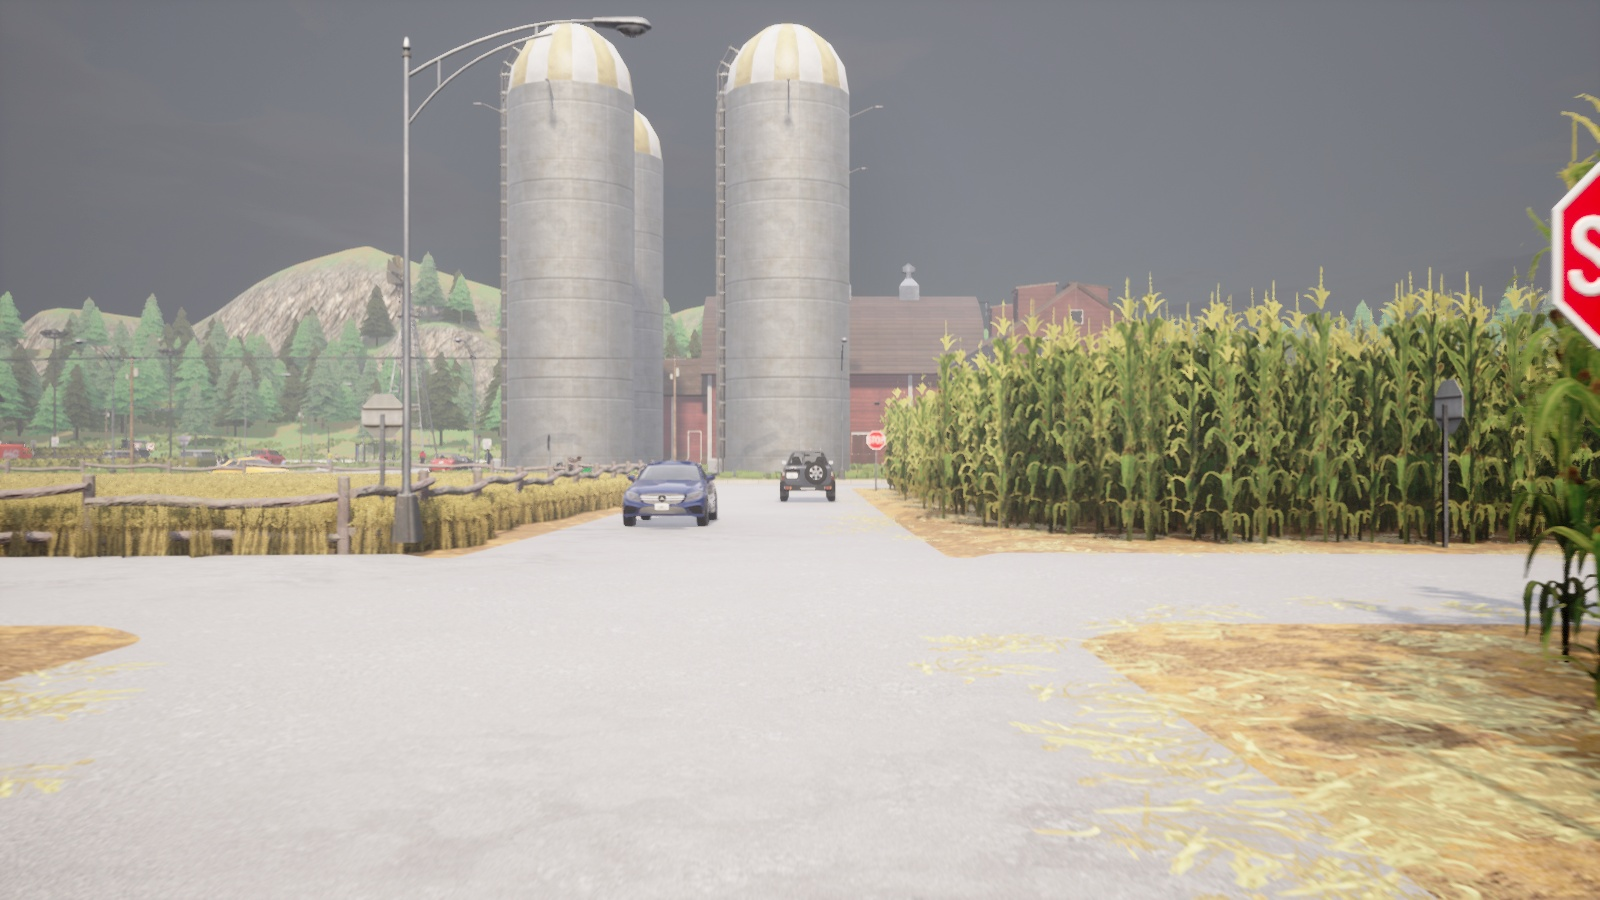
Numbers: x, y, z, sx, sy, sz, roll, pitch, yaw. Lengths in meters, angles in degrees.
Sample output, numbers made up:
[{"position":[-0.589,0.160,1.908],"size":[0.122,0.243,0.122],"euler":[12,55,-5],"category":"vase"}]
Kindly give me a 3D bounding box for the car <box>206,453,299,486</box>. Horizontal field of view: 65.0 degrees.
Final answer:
[{"position":[-27.369,0.945,62.719],"size":[5.366,1.575,1.801],"euler":[0,0,36],"category":"car"}]

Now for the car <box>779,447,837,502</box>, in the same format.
[{"position":[0.265,0.819,44.015],"size":[1.932,1.855,4.605],"euler":[0,0,0],"category":"car"}]

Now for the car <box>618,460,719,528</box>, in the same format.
[{"position":[-2.922,0.947,28.846],"size":[1.812,1.442,4.674],"euler":[0,0,0],"category":"car"}]
